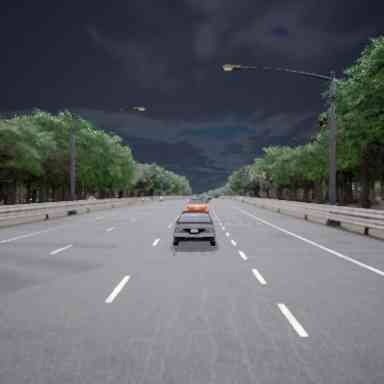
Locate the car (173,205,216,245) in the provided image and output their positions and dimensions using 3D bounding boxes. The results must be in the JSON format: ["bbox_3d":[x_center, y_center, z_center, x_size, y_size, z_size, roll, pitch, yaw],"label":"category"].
[{"bbox_3d":[0.133,1.575,15.631,2.033,1.411,5.357,0,0,1],"label":"car"}]

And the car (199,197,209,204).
[{"bbox_3d":[2.480,1.725,69.809,1.994,1.385,4.181,0,0,4],"label":"car"}]

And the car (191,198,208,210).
[{"bbox_3d":[1.093,1.579,46.088,2.128,1.511,4.902,0,0,3],"label":"car"}]

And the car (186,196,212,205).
[{"bbox_3d":[0.501,1.407,30.951,2.097,1.767,4.553,0,0,2],"label":"car"}]
